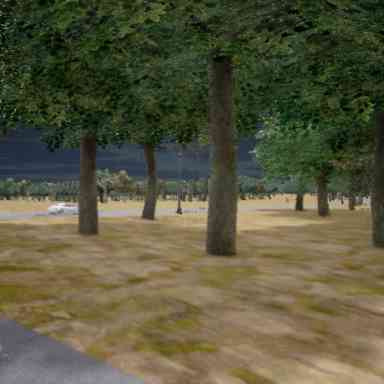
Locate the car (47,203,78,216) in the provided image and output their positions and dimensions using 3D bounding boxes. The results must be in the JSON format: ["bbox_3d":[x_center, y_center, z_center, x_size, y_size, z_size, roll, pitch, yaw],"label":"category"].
[{"bbox_3d":[-15.605,2.153,41.429,1.812,1.442,4.674,0,-2,37],"label":"car"}]
